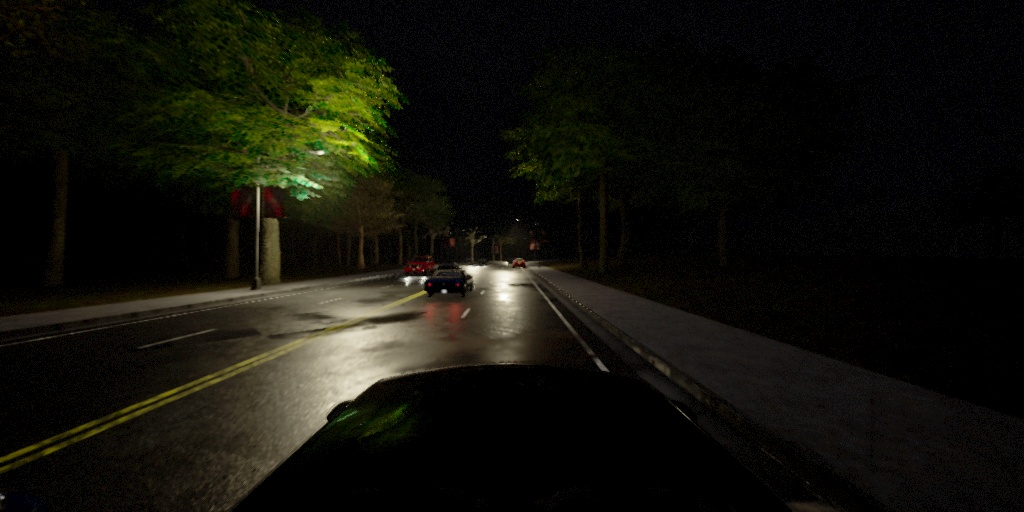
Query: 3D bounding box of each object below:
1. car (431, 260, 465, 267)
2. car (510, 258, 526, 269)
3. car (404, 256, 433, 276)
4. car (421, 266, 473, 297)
[{"bbox_3d":[-6.581,1.316,37.249,2.033,1.411,5.357,0,0,0],"label":"car"},{"bbox_3d":[1.160,1.137,58.316,2.097,1.767,4.553,0,0,0],"label":"car"},{"bbox_3d":[-9.826,0.991,38.619,2.150,2.045,5.566,0,0,0],"label":"car"},{"bbox_3d":[-3.143,1.360,18.849,1.895,1.301,4.718,0,0,0],"label":"car"}]
